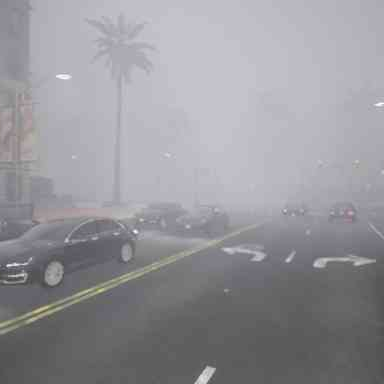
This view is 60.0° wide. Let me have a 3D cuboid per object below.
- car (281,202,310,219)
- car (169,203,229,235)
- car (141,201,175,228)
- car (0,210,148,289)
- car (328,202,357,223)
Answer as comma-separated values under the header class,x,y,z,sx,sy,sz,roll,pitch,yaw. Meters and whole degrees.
class,x,y,z,sx,sy,sz,roll,pitch,yaw
car,8.858,1.510,28.120,1.895,1.301,4.718,0,0,24
car,0.733,1.440,18.638,1.812,1.442,4.674,0,0,24
car,-1.919,1.395,21.288,1.837,1.490,4.892,0,0,24
car,-3.370,1.445,9.282,1.837,1.490,4.892,0,0,24
car,11.485,1.482,25.439,2.033,1.411,5.357,0,0,25
